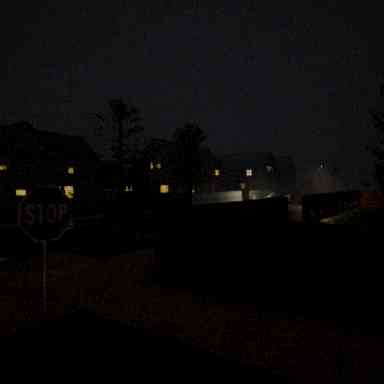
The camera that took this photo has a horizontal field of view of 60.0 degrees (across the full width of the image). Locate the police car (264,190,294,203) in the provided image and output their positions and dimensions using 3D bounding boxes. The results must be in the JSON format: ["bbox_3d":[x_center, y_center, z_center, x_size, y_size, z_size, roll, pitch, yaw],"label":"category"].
[{"bbox_3d":[9.783,0.596,37.606,2.038,1.542,4.974,-1,1,36],"label":"police car"}]
